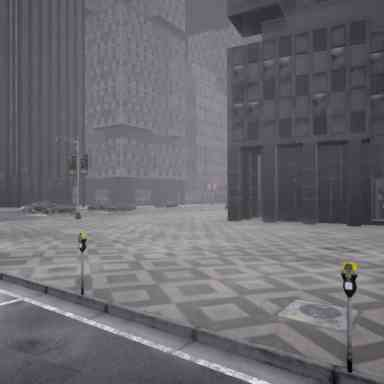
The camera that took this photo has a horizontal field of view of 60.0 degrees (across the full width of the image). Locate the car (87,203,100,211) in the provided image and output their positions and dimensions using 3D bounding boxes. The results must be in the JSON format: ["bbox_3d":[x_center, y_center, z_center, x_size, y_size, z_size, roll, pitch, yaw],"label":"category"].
[{"bbox_3d":[-13.768,2.283,51.365,1.895,1.301,4.718,0,-1,36],"label":"car"}]

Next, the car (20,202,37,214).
[{"bbox_3d":[-19.639,1.982,43.193,2.128,1.511,4.902,0,-1,36],"label":"car"}]

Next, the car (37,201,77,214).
[{"bbox_3d":[-16.654,2.059,41.796,1.994,1.385,4.181,0,-1,35],"label":"car"}]

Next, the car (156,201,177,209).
[{"bbox_3d":[-4.875,2.486,63.598,1.882,1.535,5.008,0,-1,36],"label":"car"}]

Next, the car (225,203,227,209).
[{"bbox_3d":[8.264,2.469,65.004,2.097,1.767,4.553,0,-1,35],"label":"car"}]

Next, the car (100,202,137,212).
[{"bbox_3d":[-10.685,2.237,50.089,2.033,1.411,5.357,0,-1,36],"label":"car"}]
